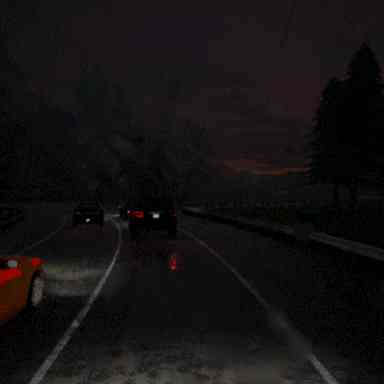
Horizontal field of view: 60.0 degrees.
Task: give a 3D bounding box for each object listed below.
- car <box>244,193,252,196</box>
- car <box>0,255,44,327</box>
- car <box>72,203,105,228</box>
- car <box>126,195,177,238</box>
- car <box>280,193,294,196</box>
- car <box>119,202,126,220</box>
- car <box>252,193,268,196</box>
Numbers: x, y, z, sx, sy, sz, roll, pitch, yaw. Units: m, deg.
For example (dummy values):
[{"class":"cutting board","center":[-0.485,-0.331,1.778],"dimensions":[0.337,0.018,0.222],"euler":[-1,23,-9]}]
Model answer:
[{"class":"car","center":[16.106,1.117,90.654],"dimensions":[4.553,1.767,2.097],"euler":[0,0,-28]},{"class":"car","center":[-3.764,1.477,4.621],"dimensions":[1.882,1.535,5.008],"euler":[0,0,-3]},{"class":"car","center":[-6.816,1.461,22.046],"dimensions":[2.128,1.511,4.902],"euler":[0,0,-16]},{"class":"car","center":[-2.207,1.188,17.867],"dimensions":[2.150,2.045,5.566],"euler":[0,0,-12]},{"class":"car","center":[23.993,1.297,83.281],"dimensions":[5.357,1.411,2.033],"euler":[0,0,-32]},{"class":"car","center":[-4.942,1.500,27.708],"dimensions":[2.033,1.411,5.357],"euler":[0,0,-19]},{"class":"car","center":[18.828,1.312,88.229],"dimensions":[4.181,1.385,1.994],"euler":[0,0,-32]}]
